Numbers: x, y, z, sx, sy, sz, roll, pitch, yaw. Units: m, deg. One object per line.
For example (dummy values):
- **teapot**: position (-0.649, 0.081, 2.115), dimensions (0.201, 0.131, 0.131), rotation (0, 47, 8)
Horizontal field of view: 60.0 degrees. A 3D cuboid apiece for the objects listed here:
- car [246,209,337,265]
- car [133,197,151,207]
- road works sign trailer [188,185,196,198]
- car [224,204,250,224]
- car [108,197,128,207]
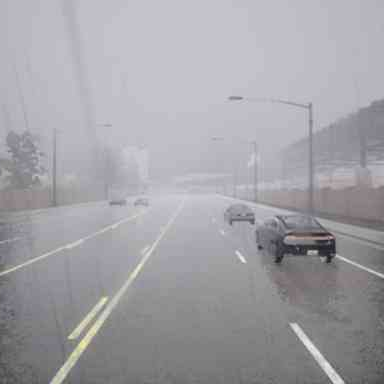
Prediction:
- **car**: position (3.542, 1.580, 12.145), dimensions (2.128, 1.511, 4.902), rotation (0, 0, 1)
- **car**: position (-7.092, 1.423, 47.404), dimensions (1.895, 1.301, 4.718), rotation (0, 1, 0)
- **road works sign trailer**: position (-0.005, -0.259, 92.812), dimensions (2.380, 3.560, 2.880), rotation (0, 1, 0)
- **car**: position (3.524, 1.613, 25.165), dimensions (2.033, 1.411, 5.357), rotation (0, 0, 0)
- **car**: position (-10.593, 1.419, 47.702), dimensions (1.895, 1.301, 4.718), rotation (0, 1, 0)
